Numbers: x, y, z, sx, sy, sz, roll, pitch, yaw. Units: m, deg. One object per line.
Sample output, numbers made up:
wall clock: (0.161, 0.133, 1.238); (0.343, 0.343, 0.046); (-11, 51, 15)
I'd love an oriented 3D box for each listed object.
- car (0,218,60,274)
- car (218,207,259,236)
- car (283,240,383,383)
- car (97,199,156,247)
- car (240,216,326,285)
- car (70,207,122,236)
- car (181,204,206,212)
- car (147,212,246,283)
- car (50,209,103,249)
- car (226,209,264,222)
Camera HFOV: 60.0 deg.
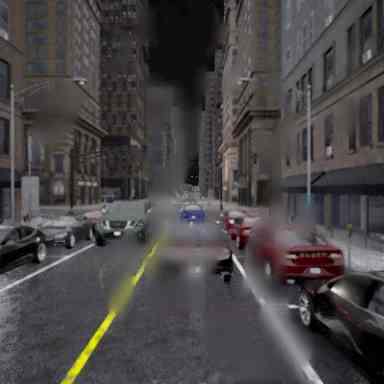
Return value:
car: (-5.775, 1.661, 9.656); (1.947, 1.339, 4.313); (-1, -1, 0)
car: (2.748, 1.747, 20.667); (1.887, 1.381, 4.507); (-1, -1, 0)
car: (2.751, 1.607, 4.152); (1.947, 1.339, 4.313); (-1, -1, 0)
car: (-3.021, 1.385, 16.313); (2.150, 2.045, 5.566); (0, -1, 0)
car: (2.750, 1.639, 9.657); (1.887, 1.381, 4.507); (-1, -1, 0)
car: (-5.777, 1.747, 20.666); (1.887, 1.381, 4.507); (-1, -1, 0)
car: (0.093, 1.743, 27.177); (1.882, 1.535, 5.008); (0, 0, 0)
car: (0.099, 1.590, 9.955); (2.128, 1.511, 4.902); (0, 0, 0)
car: (-5.776, 1.699, 15.161); (2.008, 1.369, 4.403); (-1, -1, 0)
car: (2.749, 1.693, 15.162); (1.887, 1.381, 4.507); (-1, -1, 0)
